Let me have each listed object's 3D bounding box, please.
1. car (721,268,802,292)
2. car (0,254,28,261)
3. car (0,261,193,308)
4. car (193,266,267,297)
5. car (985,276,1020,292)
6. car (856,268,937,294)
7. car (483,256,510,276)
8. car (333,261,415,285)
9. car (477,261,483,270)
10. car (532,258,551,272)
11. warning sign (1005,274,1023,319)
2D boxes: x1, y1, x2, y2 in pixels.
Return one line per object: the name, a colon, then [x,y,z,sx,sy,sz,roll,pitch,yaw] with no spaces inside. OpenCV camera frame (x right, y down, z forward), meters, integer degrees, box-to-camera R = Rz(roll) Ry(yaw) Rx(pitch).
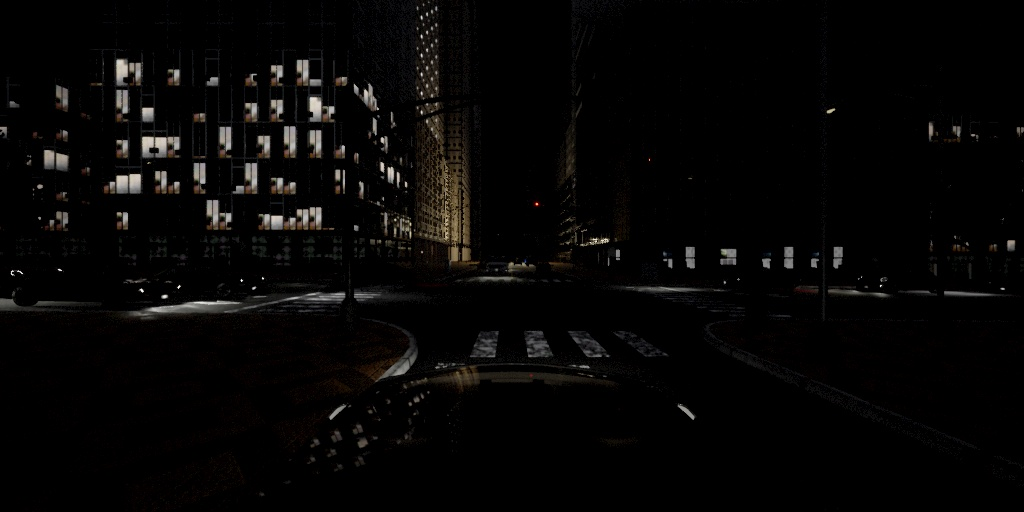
car: [16.902,1.569,24.442,4.902,1.511,2.128,1,0,-3]
car: [-22.915,0.706,15.919,4.553,1.767,2.097,1,0,-3]
car: [-15.289,1.042,13.042,5.357,1.411,2.033,1,0,0]
car: [-14.010,1.118,16.322,4.718,1.301,1.895,1,0,-3]
car: [36.763,2.035,25.339,4.718,1.301,1.895,1,0,-2]
car: [26.748,1.606,24.889,4.553,1.767,2.097,1,0,-3]
car: [-1.476,0.987,37.363,2.150,2.045,5.566,0,0,0]
car: [-8.882,1.084,23.306,5.008,1.535,1.882,1,1,-13]
car: [-3.990,1.342,51.056,1.802,1.307,4.207,0,0,0]
car: [3.959,1.329,45.558,1.948,1.339,4.313,0,0,0]
warning sign: [17.282,1.204,11.746,1.060,1.860,1.300,0,0,-3]
